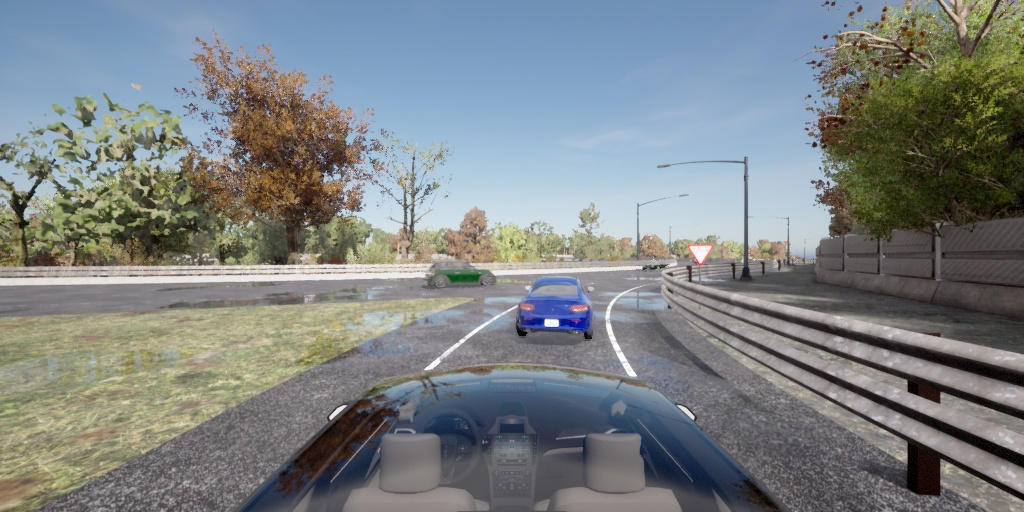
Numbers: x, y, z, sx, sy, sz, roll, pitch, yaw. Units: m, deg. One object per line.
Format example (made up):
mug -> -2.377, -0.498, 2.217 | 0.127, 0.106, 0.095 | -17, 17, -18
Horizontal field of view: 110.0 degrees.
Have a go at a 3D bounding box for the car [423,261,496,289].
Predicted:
car -> -3.321, 1.099, 23.105 | 4.553, 1.767, 2.097 | 0, 0, -28

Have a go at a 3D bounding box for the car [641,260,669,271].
car -> 19.174, 1.348, 47.819 | 4.718, 1.301, 1.895 | 0, 0, -45

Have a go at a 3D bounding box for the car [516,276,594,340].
car -> 1.280, 1.275, 9.960 | 1.812, 1.442, 4.674 | 0, 0, 11
